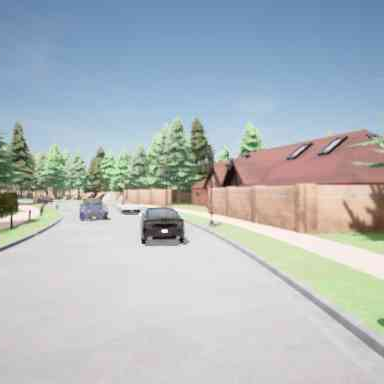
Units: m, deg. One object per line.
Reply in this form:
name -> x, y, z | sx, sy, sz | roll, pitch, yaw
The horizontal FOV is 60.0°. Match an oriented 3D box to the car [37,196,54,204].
car -> -27.817, 1.433, 63.100 | 1.882, 1.535, 5.008 | 0, 0, -40

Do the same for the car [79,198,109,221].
car -> -7.939, 1.328, 26.878 | 2.097, 1.767, 4.553 | 0, 0, -18

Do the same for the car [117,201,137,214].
car -> -6.648, 1.558, 34.572 | 1.895, 1.301, 4.718 | 0, 0, -21

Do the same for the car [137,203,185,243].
car -> -1.547, 1.452, 16.067 | 1.882, 1.535, 5.008 | 0, 0, -10
